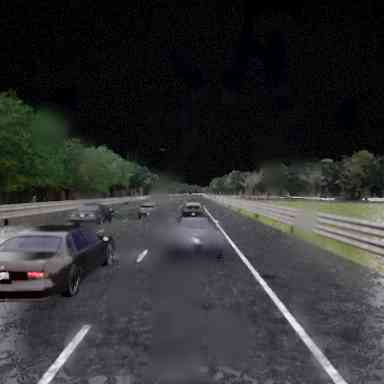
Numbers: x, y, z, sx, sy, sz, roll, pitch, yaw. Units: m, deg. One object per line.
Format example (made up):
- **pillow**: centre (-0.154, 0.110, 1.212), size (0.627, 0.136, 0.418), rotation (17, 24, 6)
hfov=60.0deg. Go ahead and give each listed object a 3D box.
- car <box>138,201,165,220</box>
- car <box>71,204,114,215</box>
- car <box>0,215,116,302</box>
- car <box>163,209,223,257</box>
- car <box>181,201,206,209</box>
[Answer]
- **car**: centre (-3.407, 1.517, 28.562), size (2.128, 1.511, 4.902), rotation (0, 0, 0)
- **car**: centre (-6.919, 1.539, 23.486), size (2.033, 1.411, 5.357), rotation (0, 0, 0)
- **car**: centre (-3.411, 1.553, 8.492), size (2.033, 1.411, 5.357), rotation (0, 0, 0)
- **car**: centre (0.093, 1.572, 12.920), size (1.994, 1.385, 4.181), rotation (0, 0, 0)
- **car**: centre (0.096, 1.530, 28.705), size (1.837, 1.490, 4.892), rotation (0, 0, 0)
